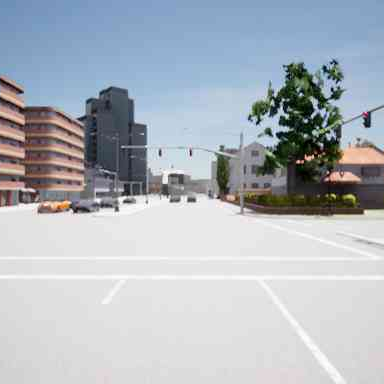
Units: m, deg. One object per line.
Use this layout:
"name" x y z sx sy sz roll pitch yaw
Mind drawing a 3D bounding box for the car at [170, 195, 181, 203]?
"car" -3.561 1.504 68.269 2.128 1.511 4.902 0 0 0

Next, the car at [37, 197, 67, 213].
"car" -15.126 1.358 36.561 2.097 1.767 4.553 0 0 0

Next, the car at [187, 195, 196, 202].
"car" -0.070 1.534 78.689 1.994 1.385 4.181 0 0 0

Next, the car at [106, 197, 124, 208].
"car" -11.632 1.556 47.180 2.033 1.411 5.357 0 0 0

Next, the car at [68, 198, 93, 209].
"car" -15.135 1.570 45.193 1.994 1.385 4.181 0 0 0

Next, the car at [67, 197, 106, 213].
"car" -11.627 1.554 37.107 2.033 1.411 5.357 0 0 0

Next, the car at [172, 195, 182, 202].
"car" -3.570 1.507 78.686 2.128 1.511 4.902 0 0 0

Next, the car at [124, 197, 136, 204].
"car" -11.601 1.558 62.030 2.033 1.411 5.357 0 0 0

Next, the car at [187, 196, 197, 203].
"car" -0.061 1.490 68.272 1.882 1.535 5.008 0 0 0

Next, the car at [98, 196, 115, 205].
"car" -15.114 1.536 59.152 1.812 1.442 4.674 0 0 0
